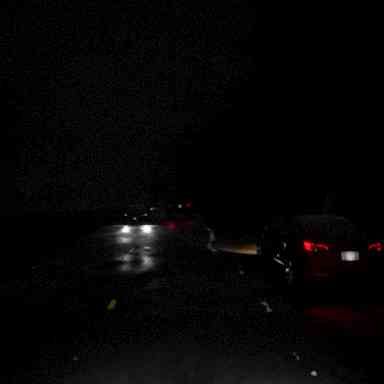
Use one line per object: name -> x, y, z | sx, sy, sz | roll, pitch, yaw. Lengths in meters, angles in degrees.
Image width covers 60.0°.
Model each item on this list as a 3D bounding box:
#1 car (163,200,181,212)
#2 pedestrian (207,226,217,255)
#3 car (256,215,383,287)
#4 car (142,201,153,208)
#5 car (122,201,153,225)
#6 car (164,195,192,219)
car -> -2.759, 1.852, 45.188 | 2.033, 1.411, 5.357 | 0, -1, -7
pedestrian -> 0.681, 1.646, 11.665 | 0.500, 1.100, 0.500 | -1, 1, -7
car -> 3.122, 1.328, 9.031 | 2.163, 1.488, 4.792 | 0, 0, -2
car -> -8.424, 2.327, 62.395 | 1.994, 1.385, 4.181 | 0, -2, -9
car -> -4.034, 1.573, 24.875 | 1.812, 1.442, 4.674 | 0, -1, -4
car -> -1.233, 1.328, 30.548 | 2.150, 2.045, 5.566 | 0, 0, -5
